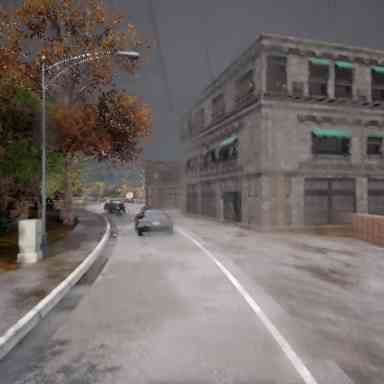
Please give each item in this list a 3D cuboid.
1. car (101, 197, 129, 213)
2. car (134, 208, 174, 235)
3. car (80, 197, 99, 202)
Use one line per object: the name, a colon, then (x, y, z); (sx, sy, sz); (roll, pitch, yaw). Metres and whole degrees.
car: (-9.091, 1.637, 38.973); (1.812, 1.442, 4.674); (0, 0, -25)
car: (-2.279, 1.597, 19.165); (1.994, 1.385, 4.181); (0, 0, -12)
car: (-27.898, 1.986, 90.720); (2.163, 1.488, 4.792); (5, -3, -36)
